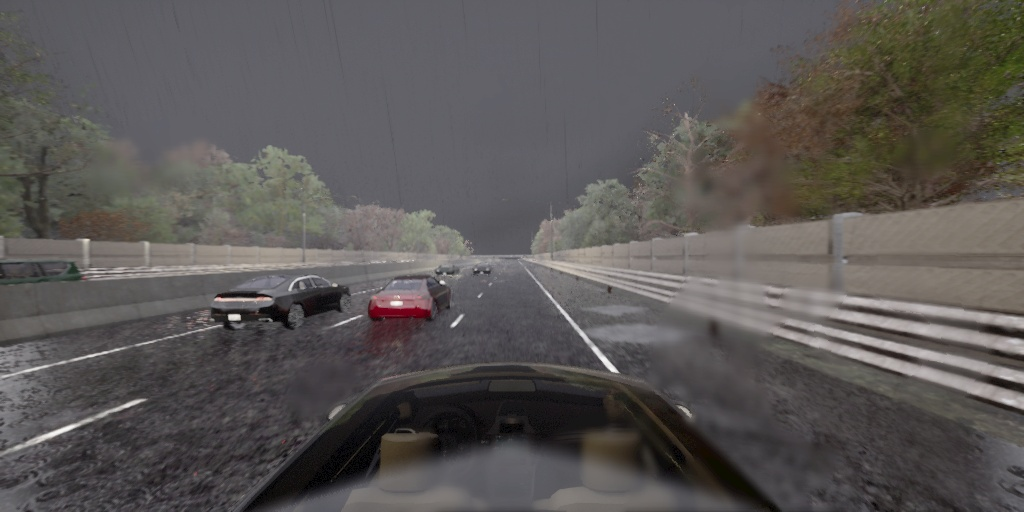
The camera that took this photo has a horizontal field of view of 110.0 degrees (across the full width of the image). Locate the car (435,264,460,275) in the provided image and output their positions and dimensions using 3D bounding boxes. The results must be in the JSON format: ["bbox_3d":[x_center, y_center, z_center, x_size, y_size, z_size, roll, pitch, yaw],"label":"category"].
[{"bbox_3d":[-6.601,1.444,37.378,1.895,1.301,4.718,0,0,1],"label":"car"}]

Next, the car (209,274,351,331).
[{"bbox_3d":[-6.849,1.306,11.306,2.128,1.511,4.902,0,0,1],"label":"car"}]

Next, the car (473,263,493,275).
[{"bbox_3d":[-3.085,1.417,39.083,1.895,1.301,4.718,0,0,1],"label":"car"}]

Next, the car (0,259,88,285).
[{"bbox_3d":[-17.542,1.125,11.570,2.150,2.045,5.566,0,0,1],"label":"car"}]

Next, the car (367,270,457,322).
[{"bbox_3d":[-3.338,1.350,12.439,1.994,1.385,4.181,0,0,1],"label":"car"}]
